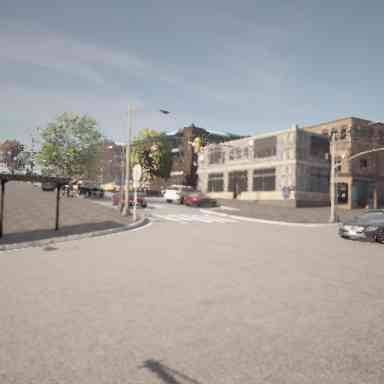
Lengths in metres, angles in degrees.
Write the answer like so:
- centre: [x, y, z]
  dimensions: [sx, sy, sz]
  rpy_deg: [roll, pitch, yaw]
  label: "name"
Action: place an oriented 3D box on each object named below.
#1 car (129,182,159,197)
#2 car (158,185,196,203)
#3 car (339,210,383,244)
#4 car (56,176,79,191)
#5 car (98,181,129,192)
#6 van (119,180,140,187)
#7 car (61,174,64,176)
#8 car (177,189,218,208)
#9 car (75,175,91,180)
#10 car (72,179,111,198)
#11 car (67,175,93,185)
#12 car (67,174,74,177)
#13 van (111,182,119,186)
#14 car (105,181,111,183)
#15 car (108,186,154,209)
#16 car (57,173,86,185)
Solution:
- centre: [-5.967, -0.074, 45.126]
  dimensions: [2.231, 1.521, 4.892]
  rpy_deg: [6, 2, 35]
  label: "car"
- centre: [-0.734, 0.344, 37.746]
  dimensions: [2.435, 2.045, 5.566]
  rpy_deg: [6, 2, 35]
  label: "car"
- centre: [8.949, 1.594, 15.662]
  dimensions: [4.674, 1.442, 1.812]
  rpy_deg: [3, -2, -32]
  label: "car"
- centre: [-18.191, -1.087, 46.863]
  dimensions: [2.128, 1.511, 4.902]
  rpy_deg: [3, 3, -36]
  label: "car"
- centre: [-12.891, -0.926, 55.010]
  dimensions: [2.002, 1.452, 4.674]
  rpy_deg: [6, 2, 35]
  label: "car"
- centre: [-7.734, -0.525, 47.493]
  dimensions: [1.878, 1.987, 4.442]
  rpy_deg: [7, 2, 35]
  label: "van"
- centre: [-25.164, -2.623, 72.179]
  dimensions: [2.185, 1.767, 4.553]
  rpy_deg: [3, -1, 33]
  label: "car"
- centre: [0.963, 0.856, 35.268]
  dimensions: [2.002, 1.452, 4.674]
  rpy_deg: [6, 2, 35]
  label: "car"
- centre: [-19.768, -1.858, 64.983]
  dimensions: [1.946, 1.575, 5.366]
  rpy_deg: [6, 2, 34]
  label: "car"
- centre: [-11.345, -0.209, 37.303]
  dimensions: [2.128, 1.511, 4.902]
  rpy_deg: [3, 2, -36]
  label: "car"
- centre: [-23.427, -2.438, 69.710]
  dimensions: [2.185, 1.767, 4.553]
  rpy_deg: [5, 1, 34]
  label: "car"
- centre: [-21.626, -2.336, 67.247]
  dimensions: [2.435, 2.045, 5.566]
  rpy_deg: [6, 2, 34]
  label: "car"
- centre: [-9.470, -0.749, 49.964]
  dimensions: [1.878, 1.987, 4.442]
  rpy_deg: [7, 2, 35]
  label: "van"
- centre: [-11.053, -0.742, 52.691]
  dimensions: [1.946, 1.575, 5.366]
  rpy_deg: [6, 2, 35]
  label: "car"
- centre: [-5.485, 0.611, 29.121]
  dimensions: [1.994, 1.385, 4.181]
  rpy_deg: [3, 2, -34]
  label: "car"
- centre: [-26.943, -2.853, 74.527]
  dimensions: [2.435, 2.045, 5.566]
  rpy_deg: [0, -3, 34]
  label: "car"
